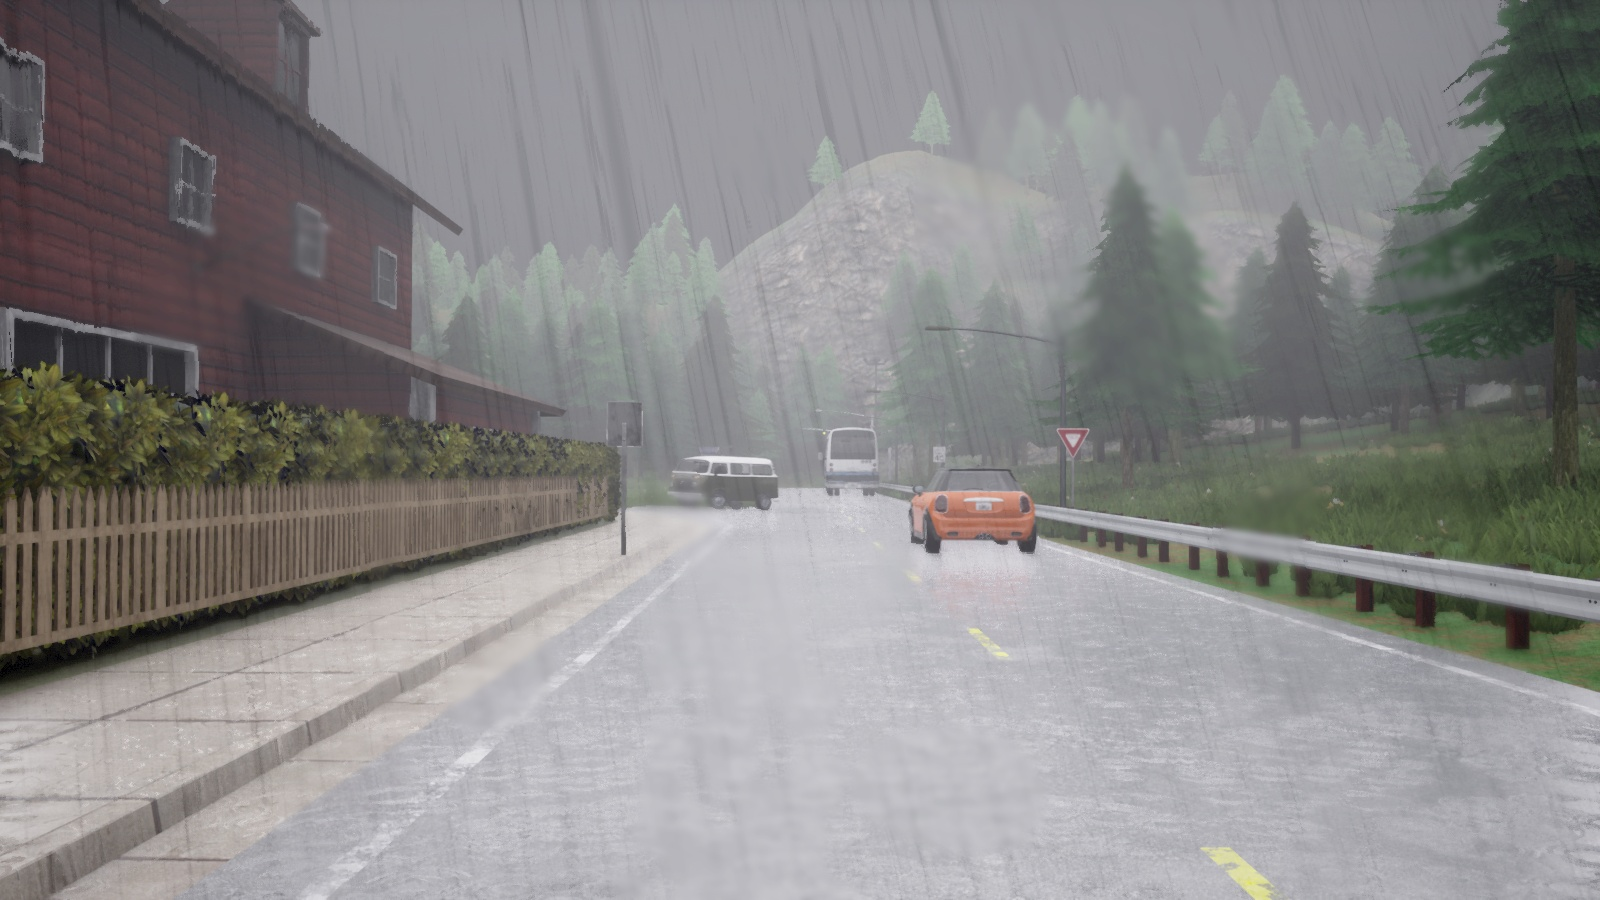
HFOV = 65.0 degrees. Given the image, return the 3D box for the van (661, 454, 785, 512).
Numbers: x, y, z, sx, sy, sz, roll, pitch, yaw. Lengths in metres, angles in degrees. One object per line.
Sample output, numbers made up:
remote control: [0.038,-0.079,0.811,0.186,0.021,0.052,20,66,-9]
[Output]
van: [-2.848,1.265,47.306,2.069,2.038,4.480,1,-1,41]

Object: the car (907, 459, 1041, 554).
car: [3.432,1.090,25.683,2.097,1.767,4.553,0,-1,0]

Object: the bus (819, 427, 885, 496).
bus: [3.292,0.814,82.963,3.944,4.253,10.273,0,-1,0]
